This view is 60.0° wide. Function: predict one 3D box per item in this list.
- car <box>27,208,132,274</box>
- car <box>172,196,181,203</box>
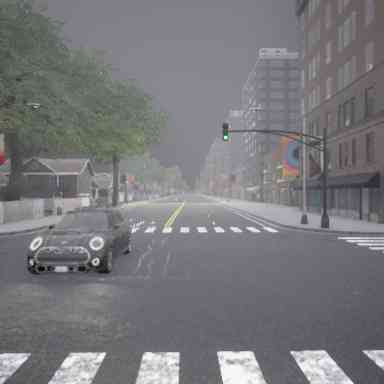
[{"bbox_3d":[-3.263,1.345,10.525,2.097,1.767,4.553,0,0,0],"label":"car"},{"bbox_3d":[-3.382,1.656,73.035,2.128,1.511,4.902,0,0,0],"label":"car"}]
